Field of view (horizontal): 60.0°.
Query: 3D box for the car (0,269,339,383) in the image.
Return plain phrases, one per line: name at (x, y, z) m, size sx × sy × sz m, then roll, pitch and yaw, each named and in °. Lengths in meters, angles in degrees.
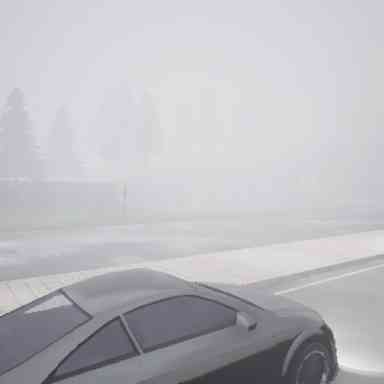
car at (-0.343, 1.563, 3.501) m, size 4.181 × 1.385 × 1.994 m, roll 0°, pitch 0°, yaw -35°
